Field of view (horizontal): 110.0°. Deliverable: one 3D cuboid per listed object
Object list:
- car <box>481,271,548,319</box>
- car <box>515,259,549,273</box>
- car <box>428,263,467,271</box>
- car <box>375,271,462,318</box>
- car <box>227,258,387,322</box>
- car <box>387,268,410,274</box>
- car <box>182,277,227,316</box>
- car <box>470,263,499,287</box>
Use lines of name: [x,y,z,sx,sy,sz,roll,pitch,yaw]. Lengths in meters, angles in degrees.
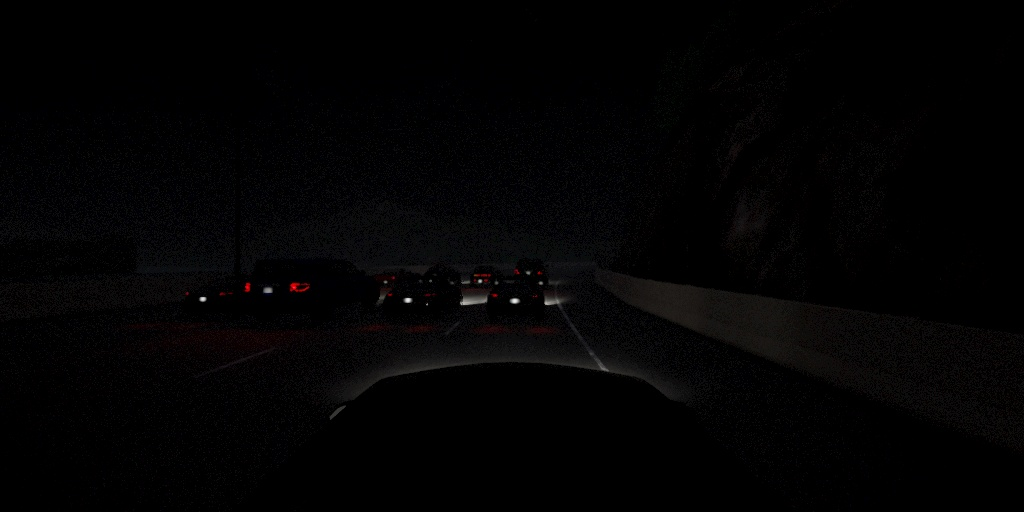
car: [0.234,1.439,13.553,1.994,1.385,4.181,0,-1,4]
car: [1.454,1.232,26.252,2.150,2.045,5.566,0,0,8]
car: [-5.337,1.533,28.050,1.837,1.490,4.892,0,0,9]
car: [-3.261,1.441,13.762,1.994,1.385,4.181,0,-1,4]
car: [-6.839,1.093,12.964,2.150,2.045,5.566,0,0,4]
car: [-8.850,1.629,28.268,1.895,1.301,4.718,0,-1,9]
car: [-10.256,1.443,14.078,1.994,1.385,4.181,0,-1,4]
car: [-1.865,1.529,27.602,1.837,1.490,4.892,0,0,9]
